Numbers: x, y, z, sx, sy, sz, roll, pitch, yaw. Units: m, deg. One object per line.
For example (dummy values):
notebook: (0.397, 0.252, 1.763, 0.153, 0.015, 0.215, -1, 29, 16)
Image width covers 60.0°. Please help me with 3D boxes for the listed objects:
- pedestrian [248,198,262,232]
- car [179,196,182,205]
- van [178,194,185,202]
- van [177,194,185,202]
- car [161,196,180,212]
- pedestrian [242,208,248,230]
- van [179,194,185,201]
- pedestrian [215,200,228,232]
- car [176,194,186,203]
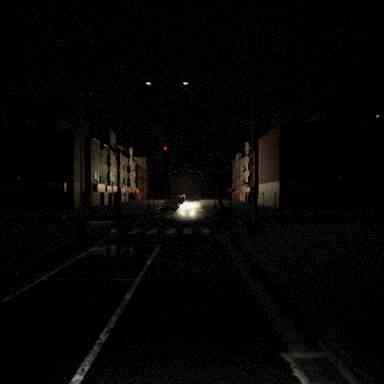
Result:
pedestrian: (3.249, 1.142, 17.130, 0.375, 1.860, 0.375, 0, 0, 0)
car: (-2.635, 1.575, 44.197, 1.887, 1.381, 4.507, 0, 0, 0)
van: (-2.638, 1.476, 83.436, 1.690, 1.788, 3.998, 0, 0, 0)
van: (-2.637, 1.458, 77.831, 1.690, 1.788, 3.998, 0, 0, 0)
car: (-2.635, 1.546, 38.423, 1.752, 1.417, 4.829, 0, 0, 0)
pedestrian: (2.980, 1.420, 17.729, 0.375, 1.300, 0.375, 0, 0, 0)
van: (-2.638, 1.495, 89.042, 1.690, 1.788, 3.998, 0, 0, 0)
pedestrian: (1.639, 1.295, 18.329, 0.375, 1.860, 0.375, 0, 0, 0)
car: (-2.637, 1.508, 61.014, 1.967, 1.590, 4.097, 0, 0, 0)
